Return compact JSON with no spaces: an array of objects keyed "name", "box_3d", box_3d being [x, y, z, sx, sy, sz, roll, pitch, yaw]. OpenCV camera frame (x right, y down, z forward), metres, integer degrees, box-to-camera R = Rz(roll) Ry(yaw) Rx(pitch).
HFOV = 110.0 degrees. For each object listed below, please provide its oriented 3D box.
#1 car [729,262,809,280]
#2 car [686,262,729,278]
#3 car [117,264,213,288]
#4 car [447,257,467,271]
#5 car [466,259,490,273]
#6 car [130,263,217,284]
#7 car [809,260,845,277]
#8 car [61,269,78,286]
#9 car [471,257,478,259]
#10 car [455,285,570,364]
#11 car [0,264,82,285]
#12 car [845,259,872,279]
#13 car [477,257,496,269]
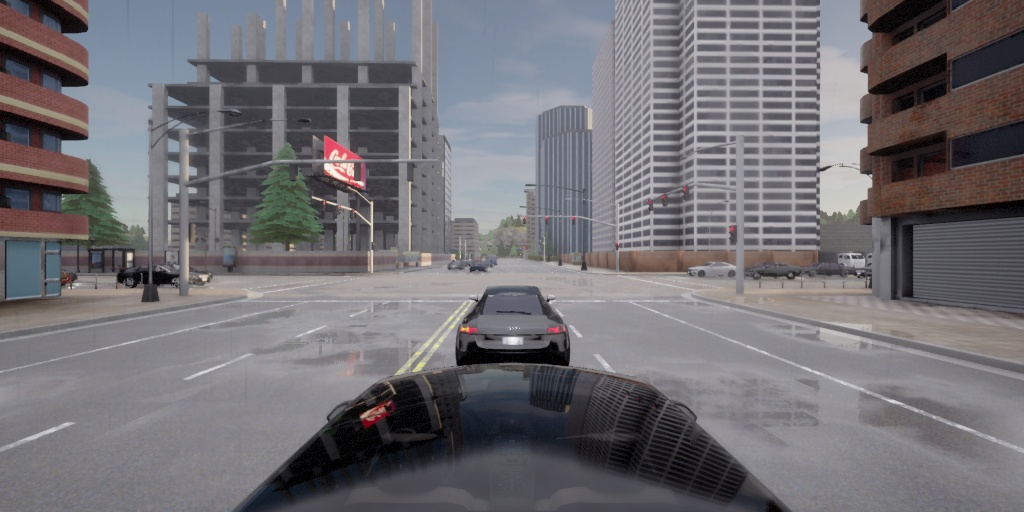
[{"name":"car","box_3d":[21.853,1.241,30.638,4.902,1.511,2.128,0,0,-1]},{"name":"car","box_3d":[19.089,1.276,34.078,4.674,1.442,1.812,0,0,-1]},{"name":"car","box_3d":[-22.011,1.241,22.787,4.902,1.511,2.128,0,0,-1]},{"name":"car","box_3d":[-7.533,1.241,48.550,2.128,1.511,4.902,0,0,-1]},{"name":"car","box_3d":[-3.978,1.351,42.507,1.895,1.301,4.718,0,0,-1]},{"name":"car","box_3d":[-24.691,1.276,26.270,4.674,1.442,1.812,0,0,-1]},{"name":"car","box_3d":[29.671,1.297,34.247,5.357,1.411,2.033,0,0,-1]},{"name":"car","box_3d":[-31.113,1.102,22.657,4.553,1.767,2.097,0,0,-1]},{"name":"car","box_3d":[-7.644,1.314,63.972,1.994,1.385,4.181,0,0,0]},{"name":"car","box_3d":[0.011,1.314,7.691,1.994,1.385,4.181,0,0,0]},{"name":"car","box_3d":[-34.594,1.314,26.109,4.181,1.385,1.994,0,0,-1]},{"name":"car","box_3d":[32.227,1.241,30.776,4.902,1.511,2.128,0,0,-1]},{"name":"car","box_3d":[-4.104,1.313,57.156,1.994,1.385,4.181,0,0,0]}]
